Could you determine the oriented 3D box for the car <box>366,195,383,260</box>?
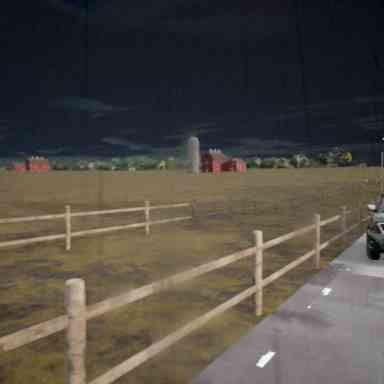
[{"bbox_3d":[7.206,0.970,10.852,2.150,2.045,5.566,1,2,35],"label":"car"}]
